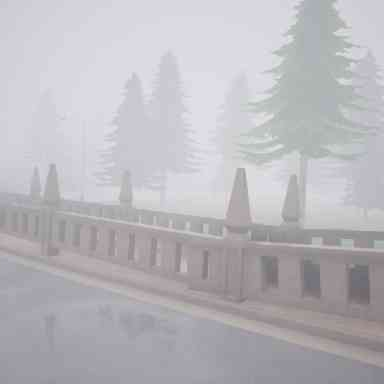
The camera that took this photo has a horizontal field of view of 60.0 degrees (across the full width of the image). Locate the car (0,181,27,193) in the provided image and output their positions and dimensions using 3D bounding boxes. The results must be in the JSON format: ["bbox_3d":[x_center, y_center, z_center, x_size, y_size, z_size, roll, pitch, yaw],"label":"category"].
[{"bbox_3d":[-21.267,-0.476,37.418,1.882,1.535,5.008,4,3,37],"label":"car"}]
